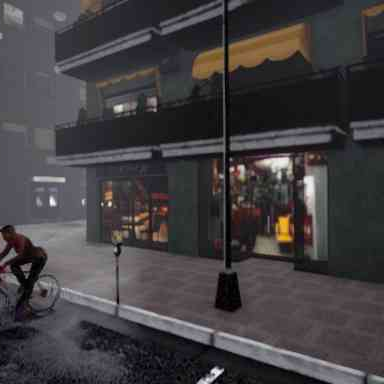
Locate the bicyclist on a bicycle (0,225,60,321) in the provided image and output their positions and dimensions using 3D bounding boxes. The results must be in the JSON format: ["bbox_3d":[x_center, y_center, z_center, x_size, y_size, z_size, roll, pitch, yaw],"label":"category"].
[{"bbox_3d":[-2.995,1.380,5.697,0.582,1.620,1.656,0,0,35],"label":"bicyclist on a bicycle"}]
